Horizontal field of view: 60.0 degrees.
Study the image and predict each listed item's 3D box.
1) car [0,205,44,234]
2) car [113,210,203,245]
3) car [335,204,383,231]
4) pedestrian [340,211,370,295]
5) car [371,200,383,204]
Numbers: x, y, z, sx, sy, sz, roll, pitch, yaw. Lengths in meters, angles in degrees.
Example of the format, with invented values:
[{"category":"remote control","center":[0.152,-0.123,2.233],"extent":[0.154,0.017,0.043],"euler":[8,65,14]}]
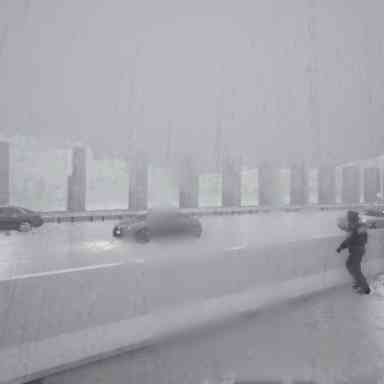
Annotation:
[{"category":"car","center":[-10.628,1.504,17.817],"extent":[4.892,1.490,1.837],"euler":[0,0,-35]},{"category":"car","center":[-1.538,1.563,15.591],"extent":[4.181,1.385,1.994],"euler":[0,0,-34]},{"category":"car","center":[10.426,1.599,19.174],"extent":[4.718,1.301,1.895],"euler":[0,0,-32]},{"category":"pedestrian","center":[3.639,1.293,7.405],"extent":[0.375,1.860,0.375],"euler":[0,0,-33]},{"category":"car","center":[19.027,1.489,32.742],"extent":[4.902,1.511,2.128],"euler":[0,0,-31]}]
